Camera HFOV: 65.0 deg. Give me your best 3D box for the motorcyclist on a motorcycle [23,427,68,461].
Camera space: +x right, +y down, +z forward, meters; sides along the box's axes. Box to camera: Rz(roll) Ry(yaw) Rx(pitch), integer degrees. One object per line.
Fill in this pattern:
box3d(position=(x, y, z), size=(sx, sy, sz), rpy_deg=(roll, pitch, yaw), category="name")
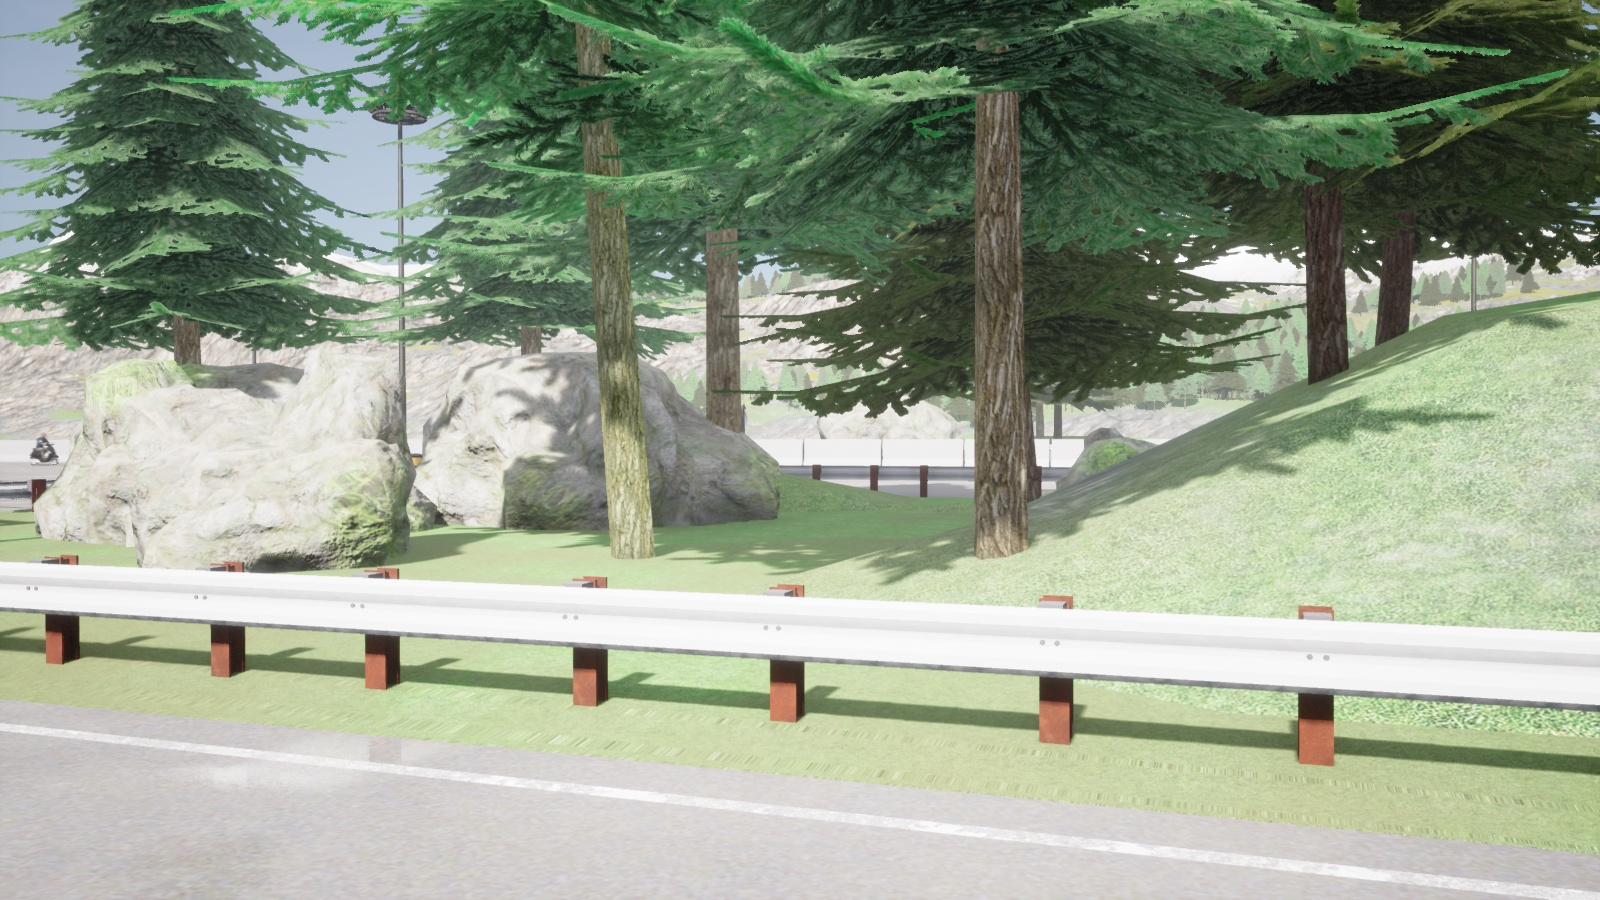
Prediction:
box3d(position=(-35.723, -0.302, 59.456), size=(1.817, 1.590, 0.866), rpy_deg=(1, 1, 20), category="motorcyclist on a motorcycle")
